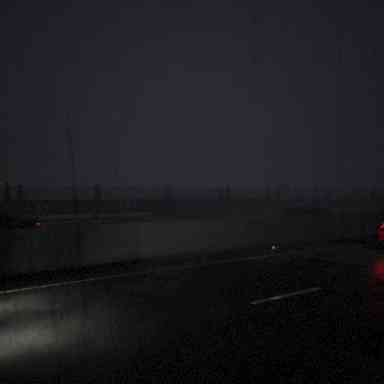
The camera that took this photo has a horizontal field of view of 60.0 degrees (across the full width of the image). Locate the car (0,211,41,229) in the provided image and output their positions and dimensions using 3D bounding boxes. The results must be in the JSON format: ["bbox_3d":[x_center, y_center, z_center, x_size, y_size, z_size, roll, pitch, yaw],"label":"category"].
[{"bbox_3d":[-9.418,1.487,14.345,5.357,1.411,2.033,0,0,-35],"label":"car"}]

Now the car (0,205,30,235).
[{"bbox_3d":[-11.489,1.475,17.155,5.357,1.411,2.033,0,0,-35],"label":"car"}]

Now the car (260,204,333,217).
[{"bbox_3d":[6.041,1.501,19.251,4.892,1.490,1.837,0,0,-26],"label":"car"}]

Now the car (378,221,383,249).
[{"bbox_3d":[9.488,1.371,12.914,4.553,1.767,2.097,0,0,-26],"label":"car"}]
